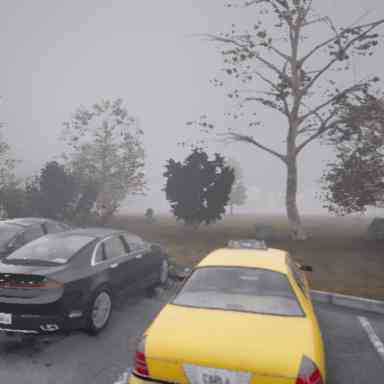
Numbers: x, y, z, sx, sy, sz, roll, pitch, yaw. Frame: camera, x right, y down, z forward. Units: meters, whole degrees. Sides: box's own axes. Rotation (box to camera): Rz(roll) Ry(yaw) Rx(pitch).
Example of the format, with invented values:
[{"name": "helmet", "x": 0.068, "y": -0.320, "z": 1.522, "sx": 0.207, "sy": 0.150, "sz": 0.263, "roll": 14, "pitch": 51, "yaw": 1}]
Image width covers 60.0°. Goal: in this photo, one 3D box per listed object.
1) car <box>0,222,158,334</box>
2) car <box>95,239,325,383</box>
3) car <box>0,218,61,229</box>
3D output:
[{"name": "car", "x": -1.936, "y": 1.488, "z": 6.875, "sx": 2.231, "sy": 1.521, "sz": 4.892, "roll": 0, "pitch": -1, "yaw": 15}, {"name": "car", "x": 0.875, "y": 1.486, "z": 5.090, "sx": 1.946, "sy": 1.575, "sz": 5.366, "roll": 0, "pitch": -1, "yaw": 16}, {"name": "car", "x": -4.692, "y": 1.488, "z": 8.855, "sx": 2.231, "sy": 1.521, "sz": 4.892, "roll": 1, "pitch": -1, "yaw": 16}]
